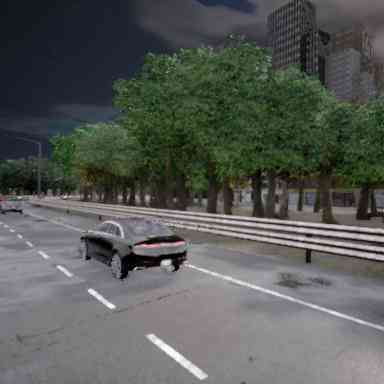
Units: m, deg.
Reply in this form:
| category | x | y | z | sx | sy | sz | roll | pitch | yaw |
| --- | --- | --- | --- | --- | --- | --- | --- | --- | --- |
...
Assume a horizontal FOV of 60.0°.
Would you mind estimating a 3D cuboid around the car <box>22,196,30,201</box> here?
| category | x | y | z | sx | sy | sz | roll | pitch | yaw |
| --- | --- | --- | --- | --- | --- | --- | --- | --- | --- |
| car | -41.688 | 1.664 | 83.906 | 1.994 | 1.385 | 4.181 | 1 | 0 | -7 |

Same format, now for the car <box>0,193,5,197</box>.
| category | x | y | z | sx | sy | sz | roll | pitch | yaw |
| --- | --- | --- | --- | --- | --- | --- | --- | --- | --- |
| car | -32.437 | 1.244 | 55.286 | 2.150 | 2.045 | 5.566 | 1 | -1 | -28 |

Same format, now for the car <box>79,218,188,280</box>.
| category | x | y | z | sx | sy | sz | roll | pitch | yaw |
| --- | --- | --- | --- | --- | --- | --- | --- | --- | --- |
| car | -2.022 | 1.557 | 10.341 | 2.128 | 1.511 | 4.902 | 1 | -1 | -35 |

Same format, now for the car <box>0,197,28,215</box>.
| category | x | y | z | sx | sy | sz | roll | pitch | yaw |
| --- | --- | --- | --- | --- | --- | --- | --- | --- | --- |
| car | -18.884 | 1.572 | 34.637 | 2.033 | 1.411 | 5.357 | 1 | -1 | -35 |
